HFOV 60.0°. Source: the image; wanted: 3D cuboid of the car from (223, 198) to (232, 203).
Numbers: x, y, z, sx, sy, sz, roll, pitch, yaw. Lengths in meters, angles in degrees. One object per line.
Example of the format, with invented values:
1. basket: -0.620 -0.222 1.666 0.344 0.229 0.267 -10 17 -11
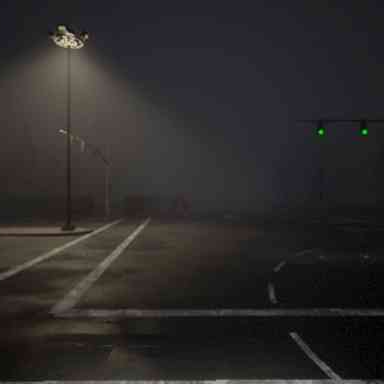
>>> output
1. car: 9.316 2.159 87.037 1.994 1.385 4.181 0 -1 1

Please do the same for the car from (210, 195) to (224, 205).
1. car: 5.727 2.044 77.871 2.097 1.767 4.553 0 -1 1

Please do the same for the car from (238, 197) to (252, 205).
1. car: 12.727 2.161 77.833 1.882 1.535 5.008 0 -1 1

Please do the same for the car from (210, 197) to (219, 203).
1. car: 5.816 2.135 87.071 2.128 1.511 4.902 0 -1 1

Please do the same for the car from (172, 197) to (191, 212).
1. car: -1.578 1.638 46.140 2.150 2.045 5.566 0 -1 1

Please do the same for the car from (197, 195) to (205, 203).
1. car: 2.316 1.839 87.137 2.150 2.045 5.566 0 -1 1

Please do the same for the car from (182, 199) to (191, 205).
1. car: -1.272 2.291 77.997 1.895 1.301 4.718 0 -1 1

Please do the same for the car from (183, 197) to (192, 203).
1. car: -1.184 2.142 87.138 2.128 1.511 4.902 0 -1 1

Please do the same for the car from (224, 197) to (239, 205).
1. car: 9.235 2.049 78.638 2.097 1.767 4.553 0 -1 1

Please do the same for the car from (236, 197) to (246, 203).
1. car: 12.816 2.104 87.003 1.837 1.490 4.892 0 -1 1

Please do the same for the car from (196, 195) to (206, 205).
1. car: 2.224 2.166 77.517 1.882 1.535 5.008 0 -1 1
